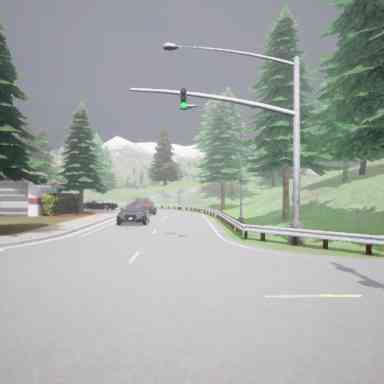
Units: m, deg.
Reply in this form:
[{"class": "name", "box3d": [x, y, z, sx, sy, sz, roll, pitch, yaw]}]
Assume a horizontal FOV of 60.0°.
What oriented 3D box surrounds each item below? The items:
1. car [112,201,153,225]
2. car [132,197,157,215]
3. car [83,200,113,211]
[{"class": "car", "box3d": [-4.132, 1.563, 23.841, 1.994, 1.385, 4.181, 0, 0, -2]}, {"class": "car", "box3d": [-5.021, 1.351, 33.627, 2.097, 1.767, 4.553, 0, 0, -20]}, {"class": "car", "box3d": [-11.639, 1.606, 41.327, 4.718, 1.301, 1.895, 0, 0, 14]}]
